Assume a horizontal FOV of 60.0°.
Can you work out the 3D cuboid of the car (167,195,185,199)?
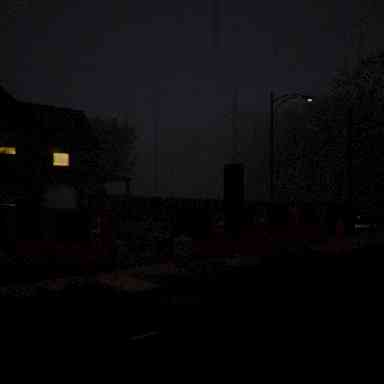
[{"bbox_3d":[-1.741,1.235,42.058,2.097,1.767,4.553,0,0,-37],"label":"car"}]

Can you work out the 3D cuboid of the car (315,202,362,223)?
[{"bbox_3d":[10.349,1.491,25.258,1.812,1.442,4.674,0,0,-36],"label":"car"}]
